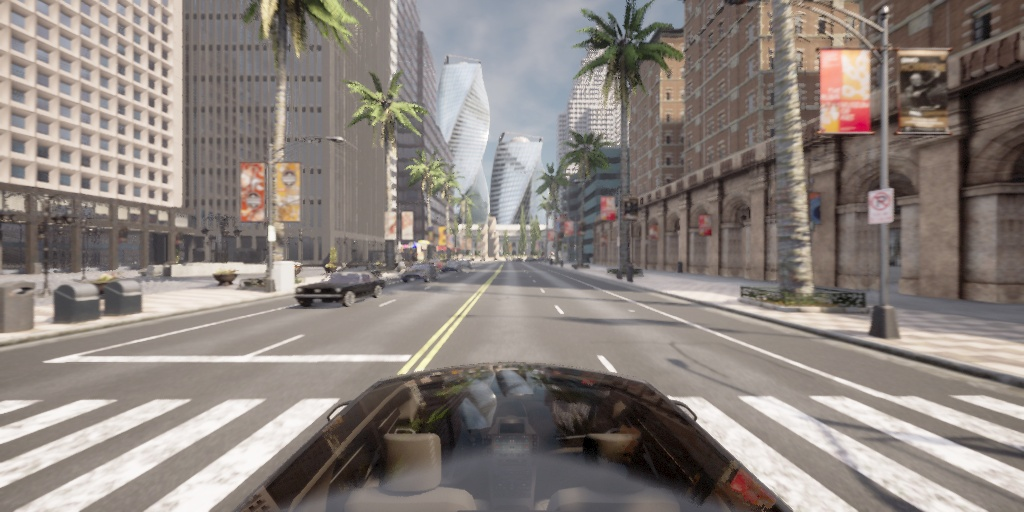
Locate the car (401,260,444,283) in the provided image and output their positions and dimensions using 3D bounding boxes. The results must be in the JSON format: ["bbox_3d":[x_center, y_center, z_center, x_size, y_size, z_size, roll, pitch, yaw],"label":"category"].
[{"bbox_3d":[-7.002,1.276,27.865,2.033,1.411,5.357,0,0,0],"label":"car"}]

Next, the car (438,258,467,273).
[{"bbox_3d":[-7.049,1.264,42.799,2.033,1.411,5.357,0,0,0],"label":"car"}]

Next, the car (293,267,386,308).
[{"bbox_3d":[-7.097,1.340,15.304,1.895,1.301,4.718,0,0,0],"label":"car"}]

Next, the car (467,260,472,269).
[{"bbox_3d":[-7.124,1.271,54.094,1.994,1.385,4.181,0,0,-1],"label":"car"}]
